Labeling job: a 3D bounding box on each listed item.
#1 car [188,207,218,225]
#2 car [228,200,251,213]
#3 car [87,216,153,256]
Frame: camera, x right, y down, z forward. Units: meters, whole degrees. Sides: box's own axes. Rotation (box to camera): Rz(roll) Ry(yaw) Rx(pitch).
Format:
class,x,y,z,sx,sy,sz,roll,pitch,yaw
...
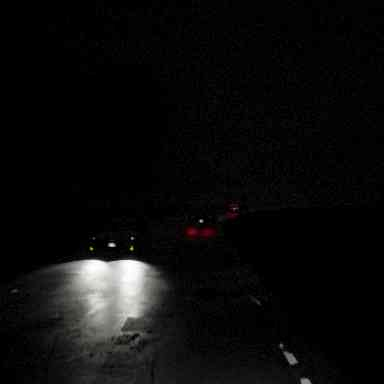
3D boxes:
class,x,y,z,sx,sy,sz,roll,pitch,yaw
car,0.964,1.795,25.812,1.895,1.301,4.718,0,0,8
car,6.045,1.779,42.036,1.837,1.490,4.892,-1,-1,24
car,-2.779,1.682,13.628,1.994,1.385,4.181,0,0,1
